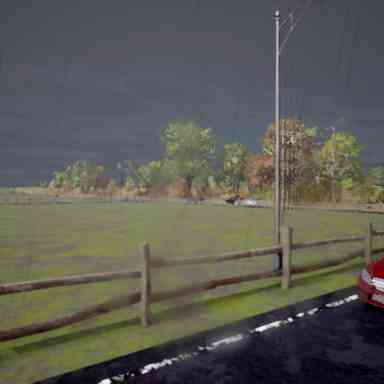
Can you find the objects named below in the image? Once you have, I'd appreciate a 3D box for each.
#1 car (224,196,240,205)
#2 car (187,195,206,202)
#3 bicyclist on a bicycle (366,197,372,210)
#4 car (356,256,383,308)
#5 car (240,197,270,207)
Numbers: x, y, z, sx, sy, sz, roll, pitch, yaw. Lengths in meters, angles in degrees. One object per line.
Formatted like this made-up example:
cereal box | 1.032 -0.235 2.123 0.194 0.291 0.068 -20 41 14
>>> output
car | 7.756 1.554 60.688 1.882 1.535 5.008 0 0 -35
car | 0.759 1.443 70.734 2.033 1.411 5.357 0 0 -35
bicyclist on a bicycle | 23.272 1.523 43.713 1.656 1.620 0.582 0 0 -35
car | 5.300 1.534 6.849 4.674 1.442 1.812 0 0 -35
car | 10.152 1.598 52.187 1.812 1.442 4.674 0 0 -35
